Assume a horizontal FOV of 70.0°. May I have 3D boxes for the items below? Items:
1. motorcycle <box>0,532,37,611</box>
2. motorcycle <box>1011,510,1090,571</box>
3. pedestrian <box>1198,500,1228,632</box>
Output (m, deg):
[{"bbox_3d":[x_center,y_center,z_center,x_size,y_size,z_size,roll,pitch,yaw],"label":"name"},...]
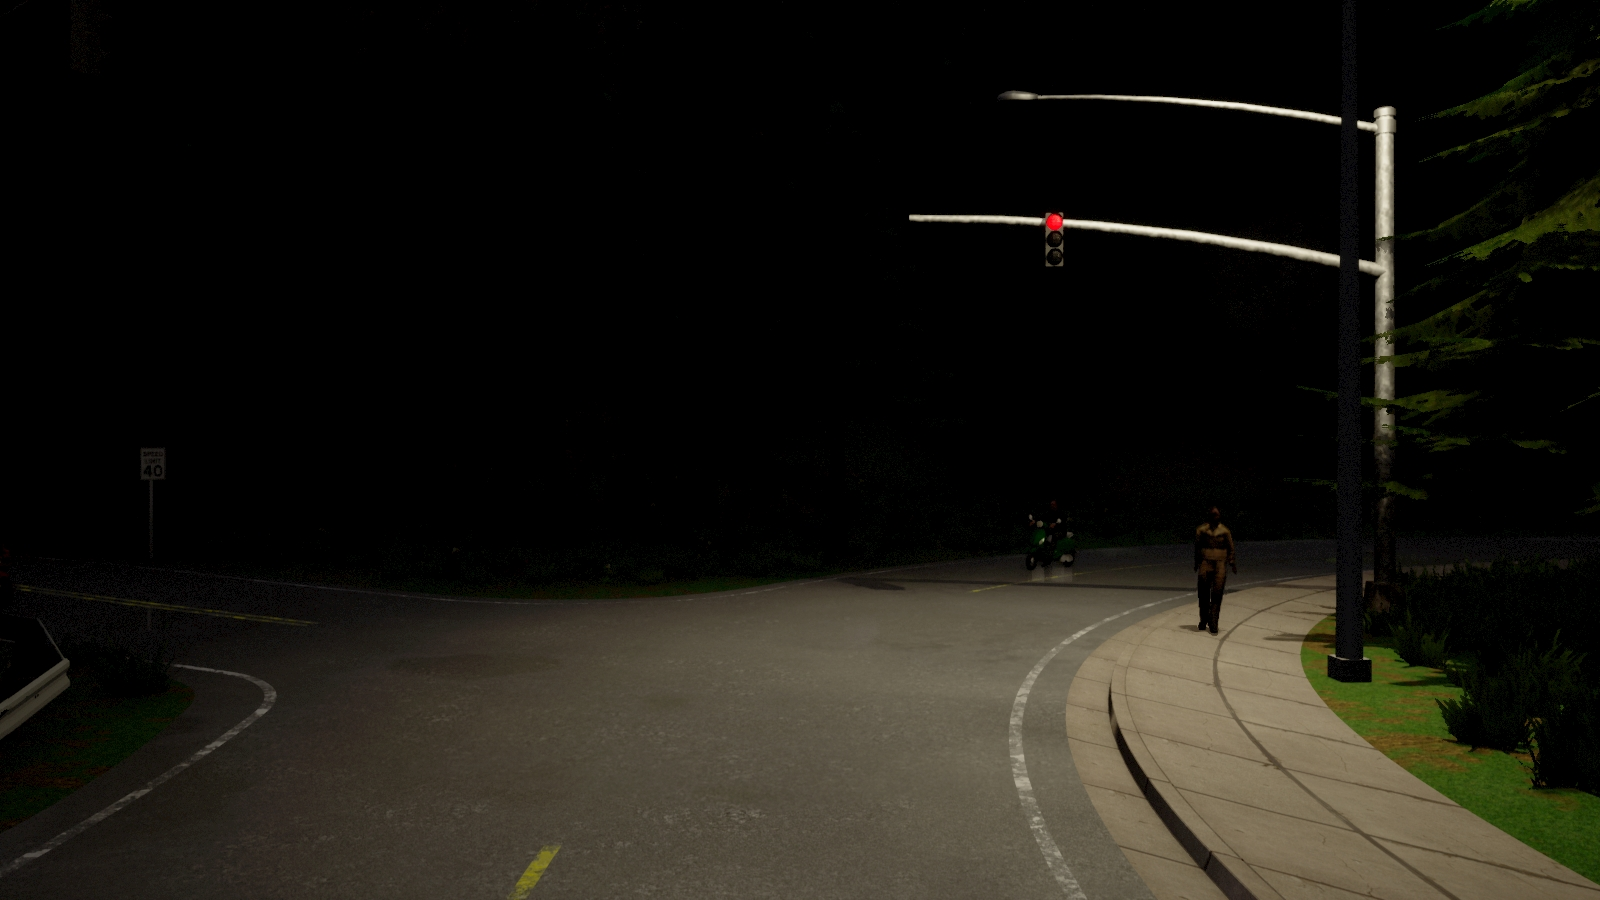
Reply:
[{"bbox_3d":[-13.979,2.009,19.310,2.033,1.199,0.803,3,1,23],"label":"motorcycle"},{"bbox_3d":[5.937,2.115,27.011,1.805,1.316,0.856,0,0,-37],"label":"motorcycle"},{"bbox_3d":[5.974,1.671,16.534,0.375,1.860,0.375,0,0,16],"label":"pedestrian"}]
